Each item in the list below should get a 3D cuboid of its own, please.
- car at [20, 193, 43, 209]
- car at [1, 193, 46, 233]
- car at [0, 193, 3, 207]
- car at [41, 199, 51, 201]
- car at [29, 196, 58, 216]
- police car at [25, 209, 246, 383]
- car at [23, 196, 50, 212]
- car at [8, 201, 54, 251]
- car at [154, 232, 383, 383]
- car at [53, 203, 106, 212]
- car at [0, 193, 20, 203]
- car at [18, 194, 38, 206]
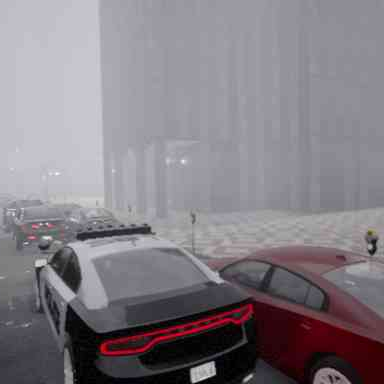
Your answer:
[{"bbox_3d":[-18.635,0.982,38.519,1.967,1.590,4.097,-2,2,-30],"label":"car"},{"bbox_3d":[-9.359,1.135,18.711,2.097,1.767,4.553,-2,2,-30],"label":"car"},{"bbox_3d":[-21.188,1.174,37.497,2.033,1.411,5.357,-2,2,-30],"label":"car"},{"bbox_3d":[-7.222,1.291,19.056,1.947,1.339,4.313,-2,2,-30],"label":"car"},{"bbox_3d":[-13.014,1.159,28.934,1.752,1.417,4.829,-2,2,-30],"label":"car"},{"bbox_3d":[-1.217,1.328,5.100,1.930,1.638,5.238,-2,2,-30],"label":"police car"},{"bbox_3d":[-15.779,1.139,33.655,2.008,1.369,4.403,-2,2,-30],"label":"car"},{"bbox_3d":[-6.260,1.333,13.609,1.837,1.490,4.892,-2,1,-30],"label":"car"},{"bbox_3d":[1.334,1.399,4.457,1.887,1.381,4.507,-2,2,-30],"label":"car"},{"bbox_3d":[-4.370,1.320,14.189,2.008,1.369,4.403,-2,2,-30],"label":"car"},{"bbox_3d":[-30.032,0.944,53.627,1.882,1.535,5.008,-2,1,1],"label":"car"},{"bbox_3d":[-21.484,1.045,43.388,2.008,1.369,4.403,-2,2,-30],"label":"car"}]
